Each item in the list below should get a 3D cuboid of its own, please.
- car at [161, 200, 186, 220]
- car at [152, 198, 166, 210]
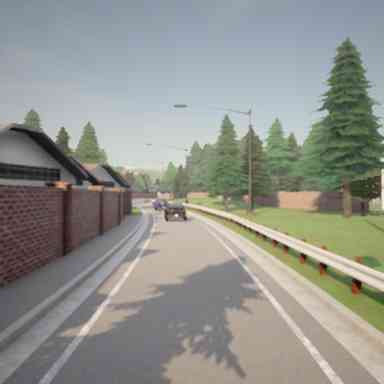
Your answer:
[{"bbox_3d":[-1.594,1.721,30.231,1.837,1.490,4.892,0,0,-7],"label":"car"},{"bbox_3d":[-4.551,1.696,48.121,2.097,1.767,4.553,0,0,-12],"label":"car"}]
